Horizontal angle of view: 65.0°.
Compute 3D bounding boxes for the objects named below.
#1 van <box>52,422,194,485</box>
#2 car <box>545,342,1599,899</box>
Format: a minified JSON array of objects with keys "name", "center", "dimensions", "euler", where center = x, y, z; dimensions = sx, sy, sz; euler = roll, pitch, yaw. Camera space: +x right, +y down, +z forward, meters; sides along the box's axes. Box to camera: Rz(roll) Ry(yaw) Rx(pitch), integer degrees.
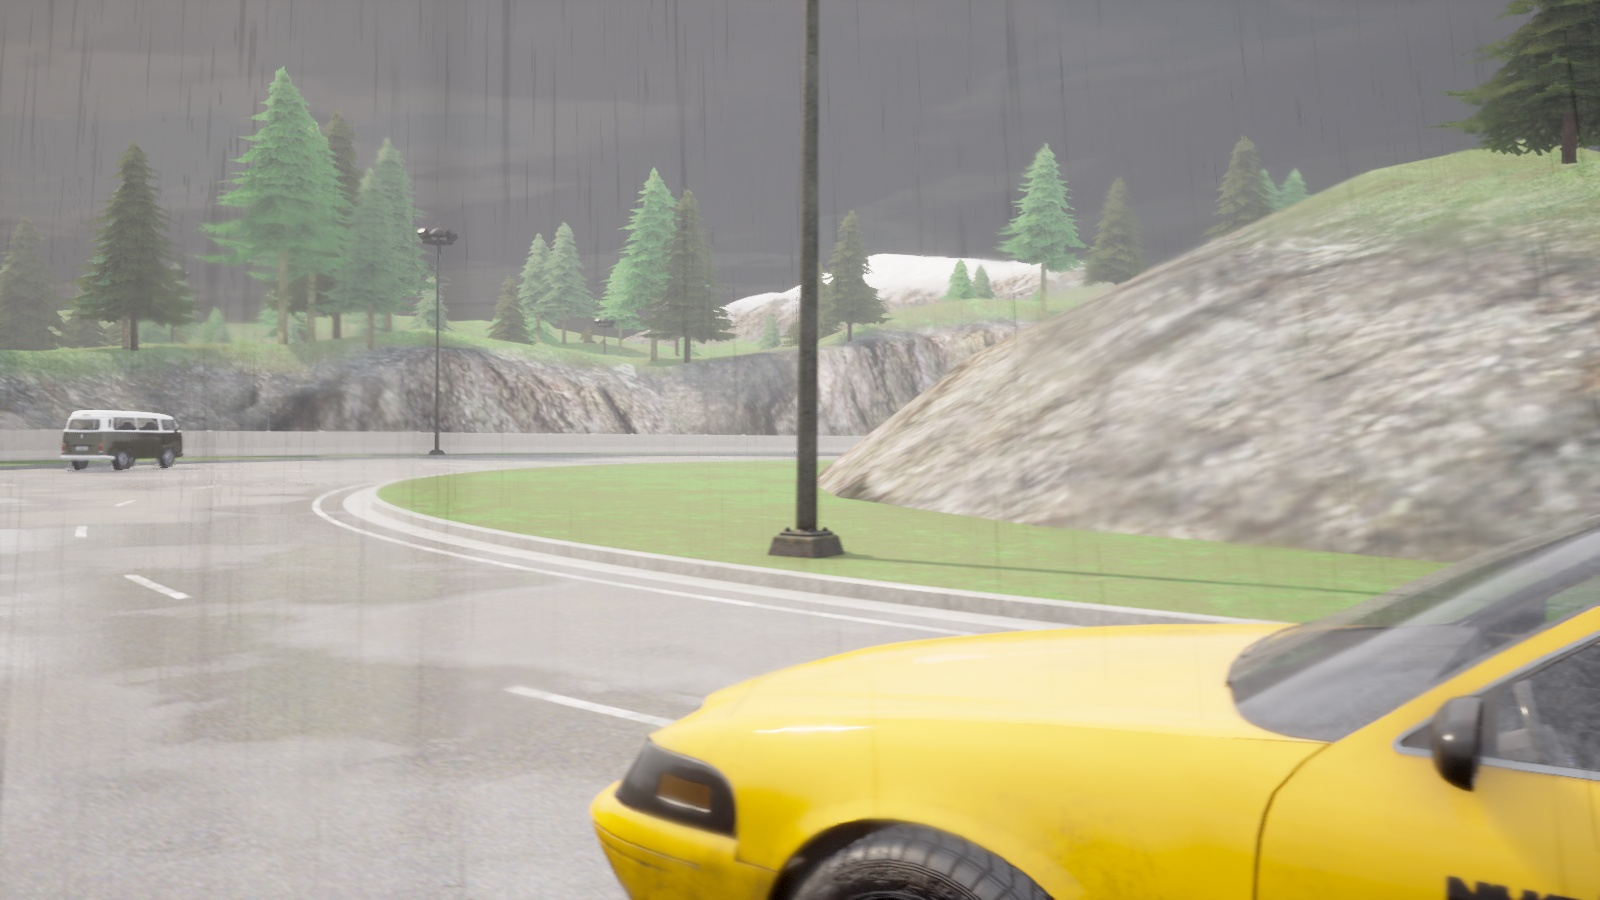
[{"name":"van","center":[-23.483,0.086,43.787],"dimensions":[2.069,2.038,4.480],"euler":[-1,1,7]},{"name":"car","center":[2.160,0.623,2.170],"dimensions":[5.366,1.575,1.801],"euler":[0,1,33]}]
